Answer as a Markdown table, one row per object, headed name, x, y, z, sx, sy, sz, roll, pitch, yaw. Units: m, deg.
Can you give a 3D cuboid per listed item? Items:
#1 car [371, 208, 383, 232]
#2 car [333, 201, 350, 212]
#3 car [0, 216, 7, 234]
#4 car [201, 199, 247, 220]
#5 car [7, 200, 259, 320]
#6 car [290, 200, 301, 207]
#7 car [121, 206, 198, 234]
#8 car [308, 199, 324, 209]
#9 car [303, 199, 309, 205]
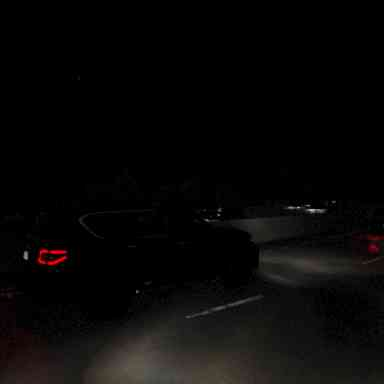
| name | x | y | z | sx | sy | sz | roll | pitch | yaw |
| --- | --- | --- | --- | --- | --- | --- | --- | --- | --- |
| car | 12.574 | 1.685 | 20.593 | 2.128 | 1.511 | 4.902 | 0 | -1 | 42 |
| car | 20.467 | 1.972 | 45.537 | 2.128 | 1.511 | 4.902 | 0 | -1 | 26 |
| car | -6.426 | 1.557 | 12.517 | 4.892 | 1.490 | 1.837 | 1 | 0 | -38 |
| car | 3.057 | 1.601 | 31.282 | 2.097 | 1.767 | 4.553 | 0 | -1 | 39 |
| car | -0.891 | 1.265 | 7.675 | 5.566 | 2.045 | 2.150 | 1 | 0 | -38 |
| car | 20.820 | 2.320 | 67.160 | 1.994 | 1.385 | 4.181 | 0 | -1 | 15 |
| car | -1.933 | 1.660 | 20.880 | 4.674 | 1.442 | 1.812 | 1 | -1 | -44 |
| car | 20.988 | 2.174 | 55.663 | 1.994 | 1.385 | 4.181 | 0 | -1 | 20 |
| car | 29.790 | 2.476 | 84.553 | 1.882 | 1.535 | 5.008 | 0 | -1 | 3 |
